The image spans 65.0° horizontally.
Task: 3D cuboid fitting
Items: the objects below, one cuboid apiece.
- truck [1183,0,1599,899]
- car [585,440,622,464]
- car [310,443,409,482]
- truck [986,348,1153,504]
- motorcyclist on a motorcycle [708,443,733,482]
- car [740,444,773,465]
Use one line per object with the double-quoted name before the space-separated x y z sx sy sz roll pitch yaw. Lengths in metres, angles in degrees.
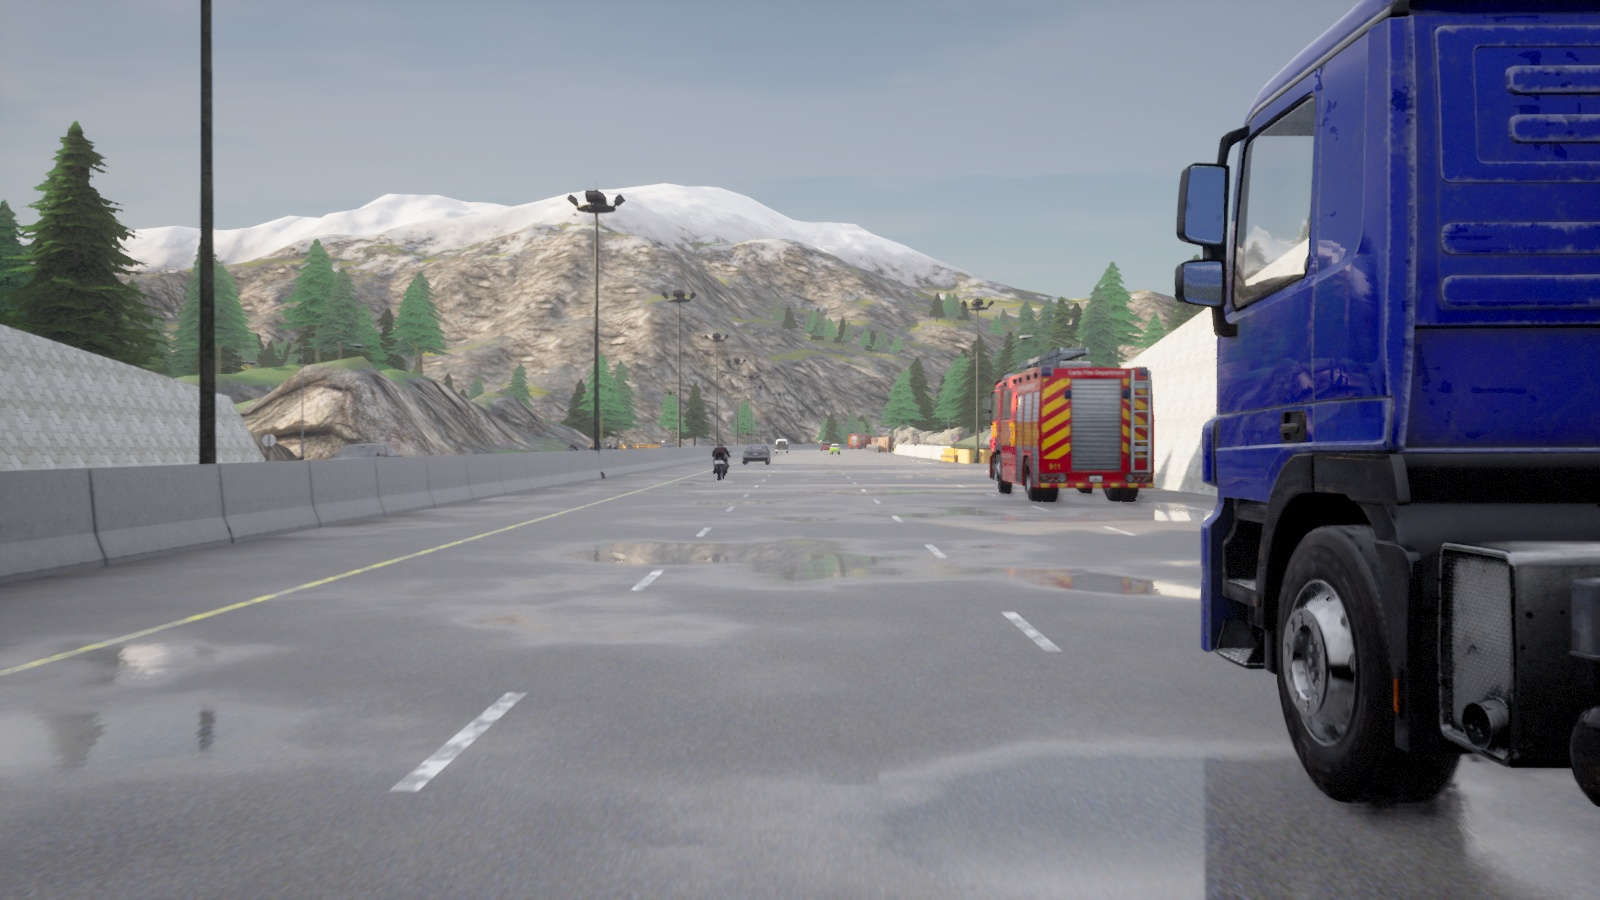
"truck" 3.533 -0.249 2.930 2.891 3.462 7.936 0 0 0
"car" -13.493 0.147 86.395 1.851 1.617 3.988 0 0 0
"car" -17.204 0.454 49.332 2.163 1.488 4.792 0 0 0
"truck" 7.215 -0.610 34.941 2.891 3.827 8.468 0 0 0
"motorcyclist on a motorcycle" -3.195 0.492 50.863 0.866 1.530 2.191 0 0 0
"car" -2.987 0.298 87.464 2.033 1.411 5.357 0 0 0
